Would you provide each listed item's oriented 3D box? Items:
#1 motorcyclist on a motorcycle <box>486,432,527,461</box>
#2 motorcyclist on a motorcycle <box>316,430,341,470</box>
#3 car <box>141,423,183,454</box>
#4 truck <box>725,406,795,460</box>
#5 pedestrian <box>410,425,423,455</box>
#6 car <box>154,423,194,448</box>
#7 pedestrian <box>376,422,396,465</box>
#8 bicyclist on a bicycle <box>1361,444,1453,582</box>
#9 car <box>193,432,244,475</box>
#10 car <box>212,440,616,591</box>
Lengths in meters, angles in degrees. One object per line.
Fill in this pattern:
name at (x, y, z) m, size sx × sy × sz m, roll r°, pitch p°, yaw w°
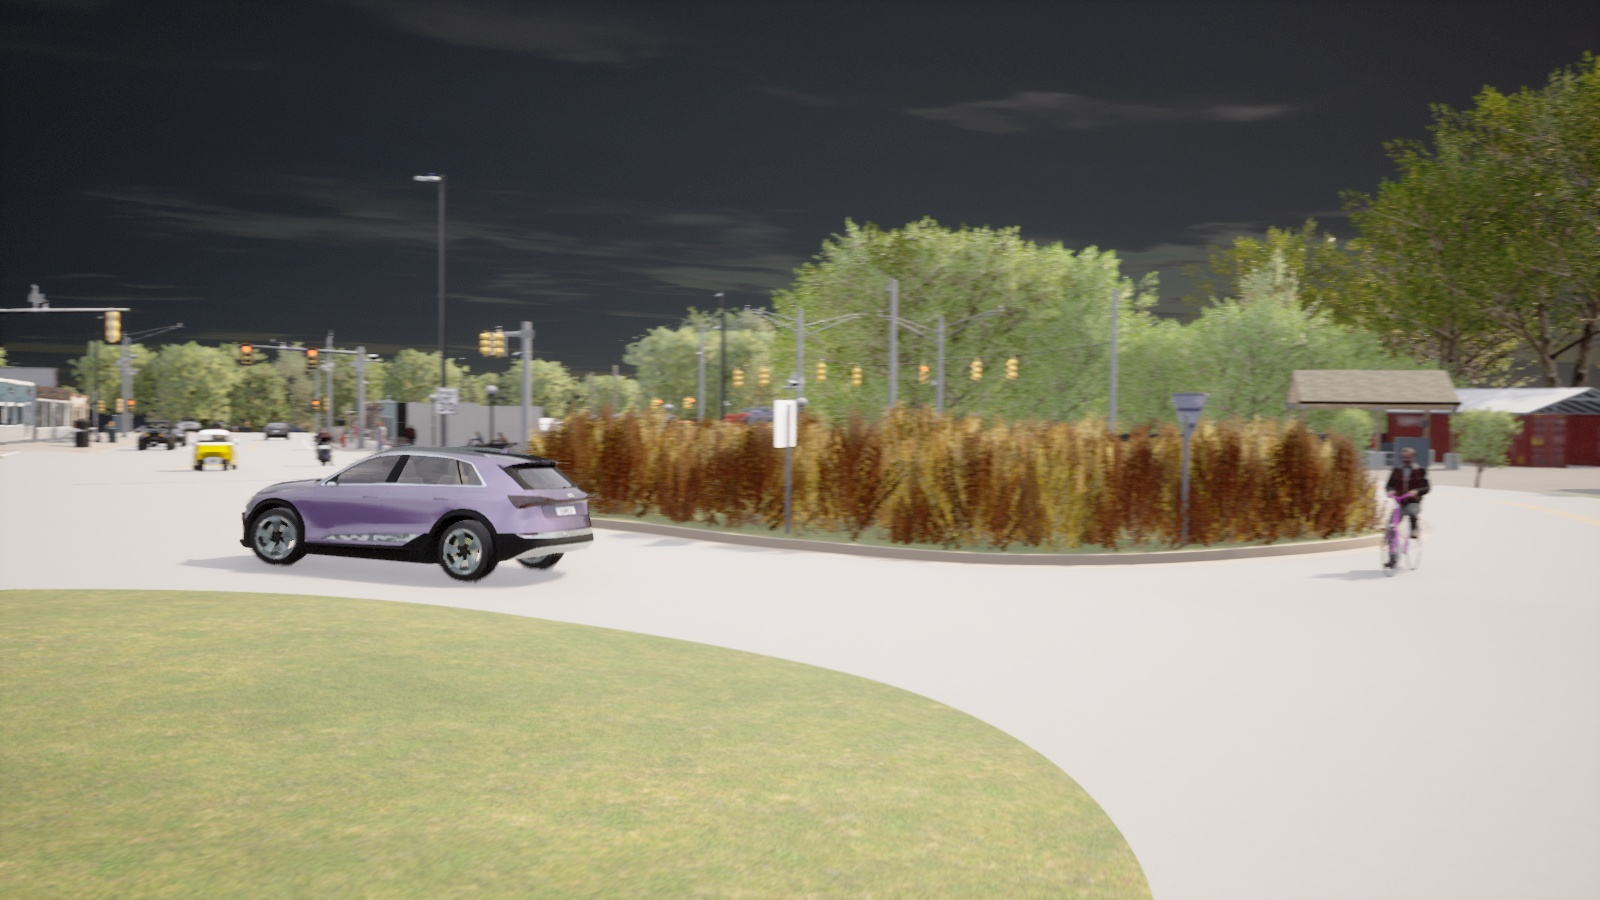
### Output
motorcyclist on a motorcycle at (-16.241, -0.182, 69.397) m, size 2.044 × 1.523 × 0.797 m, roll 1°, pitch 1°, yaw -27°
motorcyclist on a motorcycle at (-18.399, -0.013, 49.019) m, size 0.866 × 1.530 × 2.191 m, roll -1°, pitch 0°, yaw -22°
car at (-39.805, -0.759, 78.464) m, size 1.905 × 1.878 × 3.866 m, roll -1°, pitch 2°, yaw -21°
truck at (-3.066, -1.252, 93.570) m, size 2.891 × 3.827 × 8.468 m, roll -1°, pitch 0°, yaw -18°
pedestrian at (-23.602, -0.604, 77.252) m, size 0.634 × 1.844 × 0.899 m, roll -1°, pitch 2°, yaw -22°
car at (-43.391, -1.010, 87.183) m, size 2.152 × 1.651 × 5.027 m, roll -1°, pitch 2°, yaw -23°
pedestrian at (-17.492, -0.282, 53.052) m, size 0.706 × 1.836 × 0.354 m, roll -1°, pitch 2°, yaw -29°
bicyclist on a bicycle at (8.333, 0.809, 17.211) m, size 0.659 × 1.776 × 1.843 m, roll 1°, pitch 1°, yaw 41°
car at (-19.461, 0.085, 42.082) m, size 1.481 × 1.376 × 2.207 m, roll -1°, pitch 1°, yaw -23°
car at (-5.114, 0.770, 16.705) m, size 4.856 × 1.649 × 2.033 m, roll 2°, pitch 1°, yaw 20°
